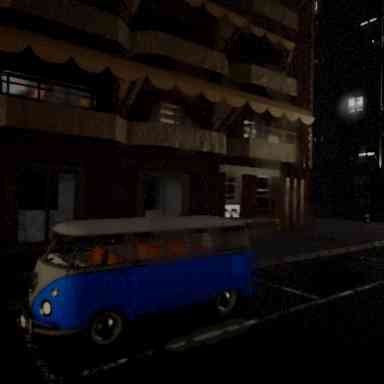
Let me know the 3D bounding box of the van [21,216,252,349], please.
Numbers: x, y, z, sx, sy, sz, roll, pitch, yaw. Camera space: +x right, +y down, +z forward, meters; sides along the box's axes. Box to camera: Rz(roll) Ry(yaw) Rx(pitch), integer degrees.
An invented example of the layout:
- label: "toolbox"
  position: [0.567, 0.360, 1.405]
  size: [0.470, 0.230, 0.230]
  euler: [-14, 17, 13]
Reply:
- label: "van"
  position: [-0.719, 1.368, 6.023]
  size: [3.998, 1.788, 1.690]
  euler: [1, 1, -35]
